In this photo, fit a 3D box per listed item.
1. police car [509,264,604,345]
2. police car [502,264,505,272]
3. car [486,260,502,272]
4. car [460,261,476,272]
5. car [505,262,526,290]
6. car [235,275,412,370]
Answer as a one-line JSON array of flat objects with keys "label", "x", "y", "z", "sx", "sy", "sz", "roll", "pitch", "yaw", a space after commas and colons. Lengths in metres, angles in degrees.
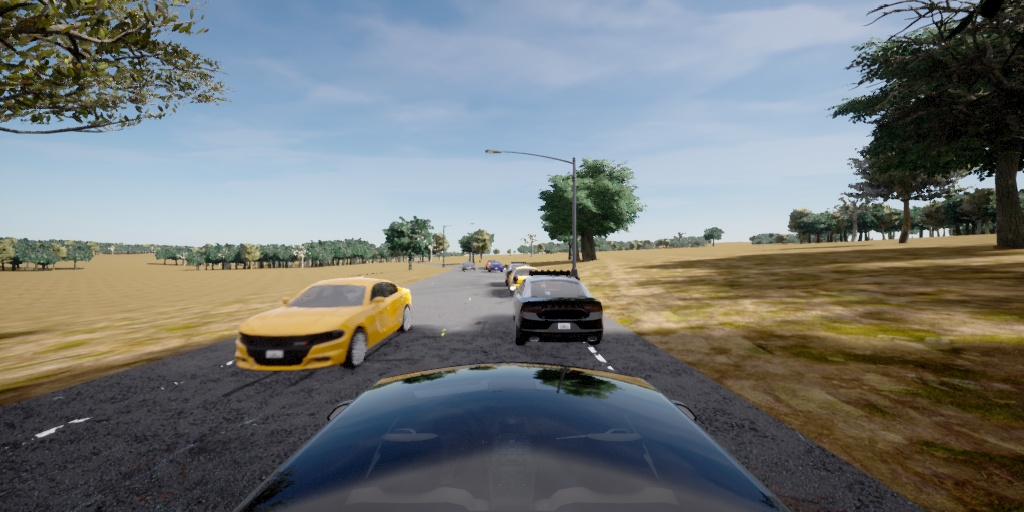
[{"label": "police car", "x": 0.992, "y": 1.189, "z": 9.680, "sx": 1.930, "sy": 1.638, "sz": 5.238, "roll": 0, "pitch": 0, "yaw": -1}, {"label": "police car", "x": 0.467, "y": 1.224, "z": 25.763, "sx": 1.930, "sy": 1.638, "sz": 5.238, "roll": 0, "pitch": 0, "yaw": -3}, {"label": "car", "x": -2.201, "y": 1.453, "z": 48.353, "sx": 1.812, "sy": 1.442, "sz": 4.674, "roll": 0, "pitch": -1, "yaw": -5}, {"label": "car", "x": -6.070, "y": 1.475, "z": 50.408, "sx": 1.812, "sy": 1.442, "sz": 4.674, "roll": 0, "pitch": -1, "yaw": -6}, {"label": "car", "x": 0.723, "y": 1.241, "z": 19.814, "sx": 1.801, "sy": 1.575, "sz": 5.366, "roll": 0, "pitch": 0, "yaw": -2}, {"label": "car", "x": -3.667, "y": 1.237, "z": 7.986, "sx": 1.882, "sy": 1.535, "sz": 5.008, "roll": 0, "pitch": 0, "yaw": -1}]
